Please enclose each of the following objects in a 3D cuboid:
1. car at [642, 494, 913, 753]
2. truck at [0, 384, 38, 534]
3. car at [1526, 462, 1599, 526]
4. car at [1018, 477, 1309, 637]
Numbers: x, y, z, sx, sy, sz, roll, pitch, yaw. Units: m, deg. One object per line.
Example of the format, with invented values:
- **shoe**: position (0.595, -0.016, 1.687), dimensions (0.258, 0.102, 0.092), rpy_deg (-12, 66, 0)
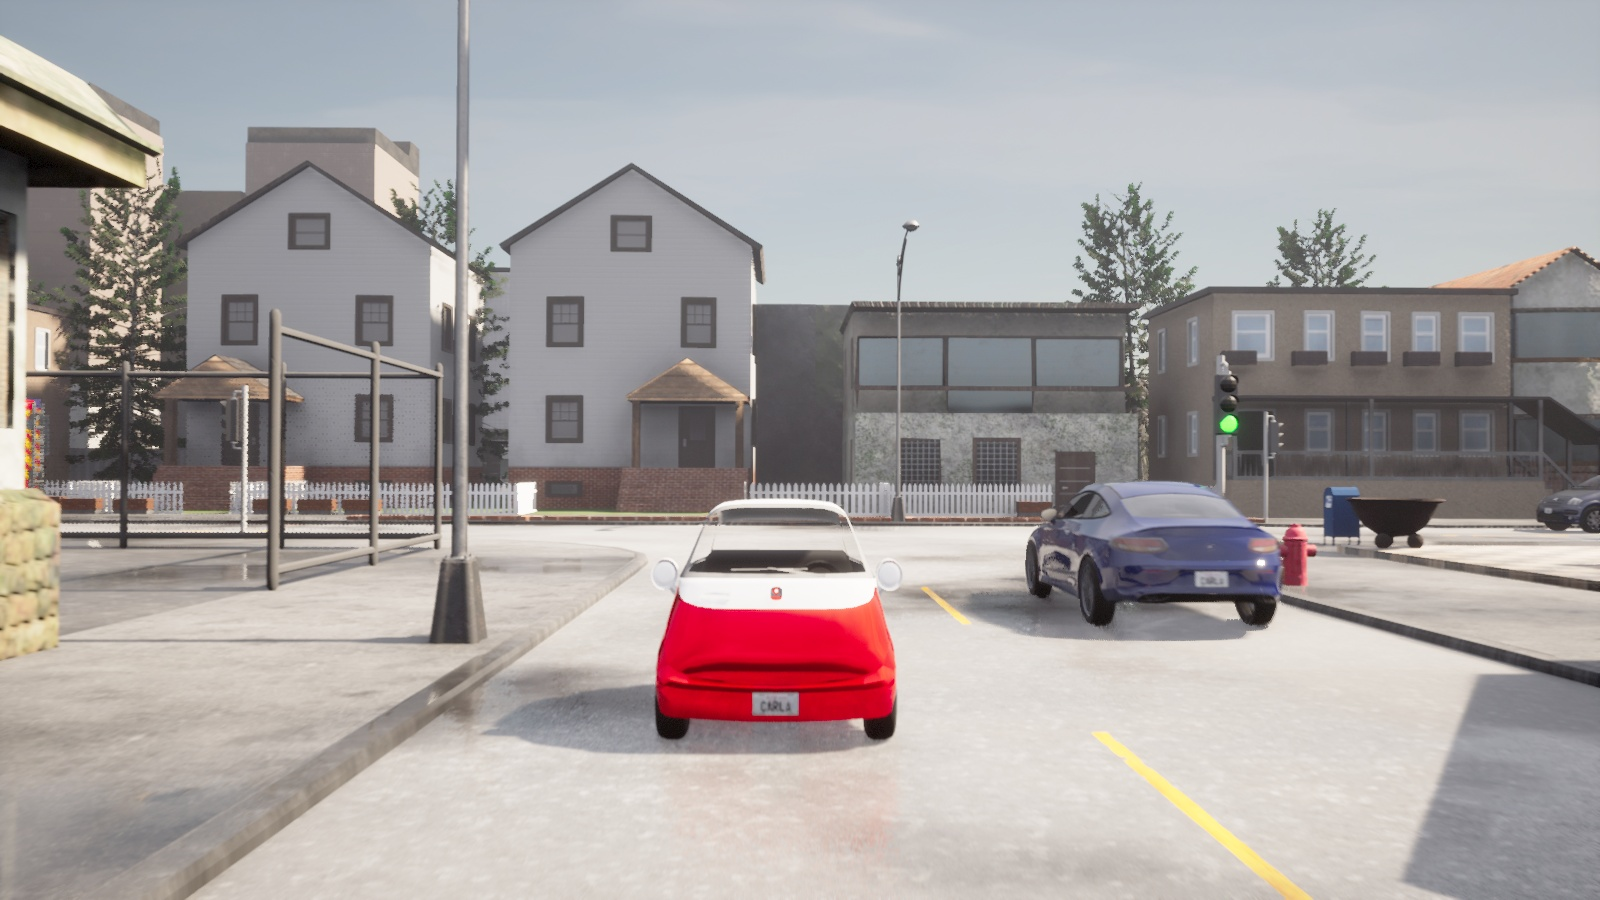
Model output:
- **car**: position (-0.133, 0.988, 7.994), dimensions (1.481, 1.376, 2.207), rpy_deg (0, -1, -1)
- **truck**: position (-24.644, 0.231, 32.105), dimensions (8.468, 3.827, 2.891), rpy_deg (0, -1, -2)
- **car**: position (21.476, 1.122, 32.753), dimensions (3.988, 1.617, 1.851), rpy_deg (0, -1, -1)
- **car**: position (3.772, 1.034, 13.962), dimensions (1.812, 1.442, 4.674), rpy_deg (0, -1, -1)
